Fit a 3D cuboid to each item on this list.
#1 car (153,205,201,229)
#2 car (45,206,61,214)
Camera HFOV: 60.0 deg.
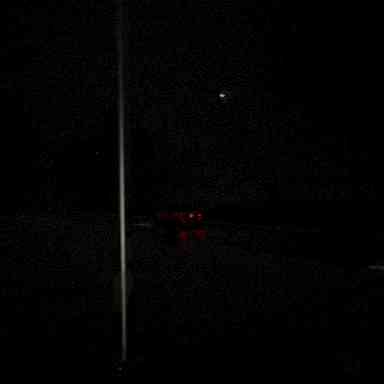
[{"bbox_3d":[-1.290,1.827,26.212,2.097,1.767,4.553,-1,-1,-36],"label":"car"},{"bbox_3d":[-24.489,3.110,58.500,1.994,1.385,4.181,-1,-1,-37],"label":"car"}]
